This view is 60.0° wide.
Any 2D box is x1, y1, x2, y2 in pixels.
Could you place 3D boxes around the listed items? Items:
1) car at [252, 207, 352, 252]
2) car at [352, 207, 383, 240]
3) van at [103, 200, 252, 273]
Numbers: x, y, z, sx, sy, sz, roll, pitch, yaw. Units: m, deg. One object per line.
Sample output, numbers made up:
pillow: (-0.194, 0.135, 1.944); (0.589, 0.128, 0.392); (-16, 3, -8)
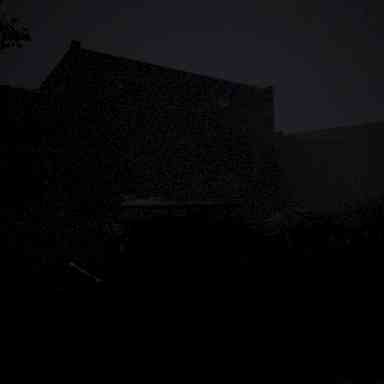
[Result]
car: (4.130, 1.452, 13.667); (4.892, 1.521, 2.231); (2, -1, -37)
car: (8.612, 1.498, 16.874); (4.792, 1.488, 2.163); (2, -1, -37)
van: (-0.496, 1.232, 10.363); (4.442, 1.987, 1.878); (0, 0, -33)
